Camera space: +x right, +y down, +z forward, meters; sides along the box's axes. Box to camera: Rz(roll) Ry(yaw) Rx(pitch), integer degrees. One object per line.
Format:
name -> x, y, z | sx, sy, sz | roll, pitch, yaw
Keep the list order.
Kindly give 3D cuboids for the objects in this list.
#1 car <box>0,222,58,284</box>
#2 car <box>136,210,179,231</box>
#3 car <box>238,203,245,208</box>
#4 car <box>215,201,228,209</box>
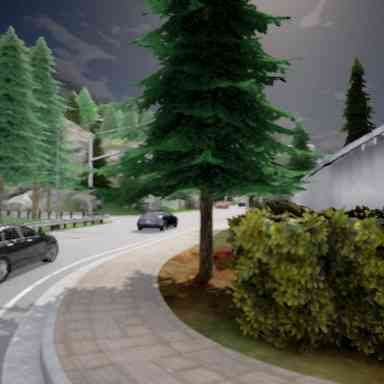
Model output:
car -> -5.774, 1.671, 10.027 | 1.837, 1.490, 4.892 | 0, -1, 2
car -> -2.398, 1.995, 24.144 | 1.994, 1.385, 4.181 | 0, -1, 16
car -> 11.420, 2.783, 74.333 | 1.837, 1.490, 4.892 | 0, -1, 15
car -> 6.086, 2.611, 68.156 | 2.097, 1.767, 4.553 | 0, -1, 15
